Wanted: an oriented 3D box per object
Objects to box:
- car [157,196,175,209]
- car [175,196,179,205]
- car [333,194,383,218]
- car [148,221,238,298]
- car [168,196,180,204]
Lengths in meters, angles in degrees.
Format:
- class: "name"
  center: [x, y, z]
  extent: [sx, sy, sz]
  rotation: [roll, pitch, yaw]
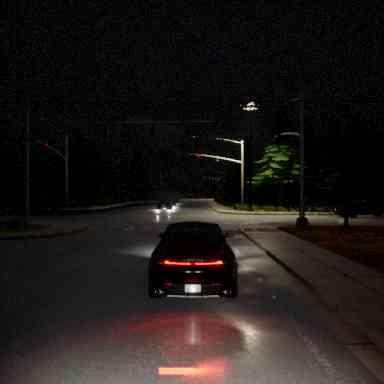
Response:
- class: "car"
  center: [-3.659, 1.495, 45.108]
  extent: [1.837, 1.490, 4.892]
  rotation: [0, 0, 0]
- class: "car"
  center: [-3.653, 1.589, 55.359]
  extent: [1.895, 1.301, 4.718]
  rotation: [0, 0, 0]
- class: "car"
  center: [15.558, 1.242, 29.621]
  extent: [5.566, 2.045, 2.150]
  rotation: [0, 0, 1]
- class: "car"
  center: [0.036, 1.499, 8.481]
  extent: [1.837, 1.490, 4.892]
  rotation: [0, 0, 0]
- class: "car"
  center: [-3.518, 1.490, 65.794]
  extent: [1.837, 1.490, 4.892]
  rotation: [0, 0, 1]
